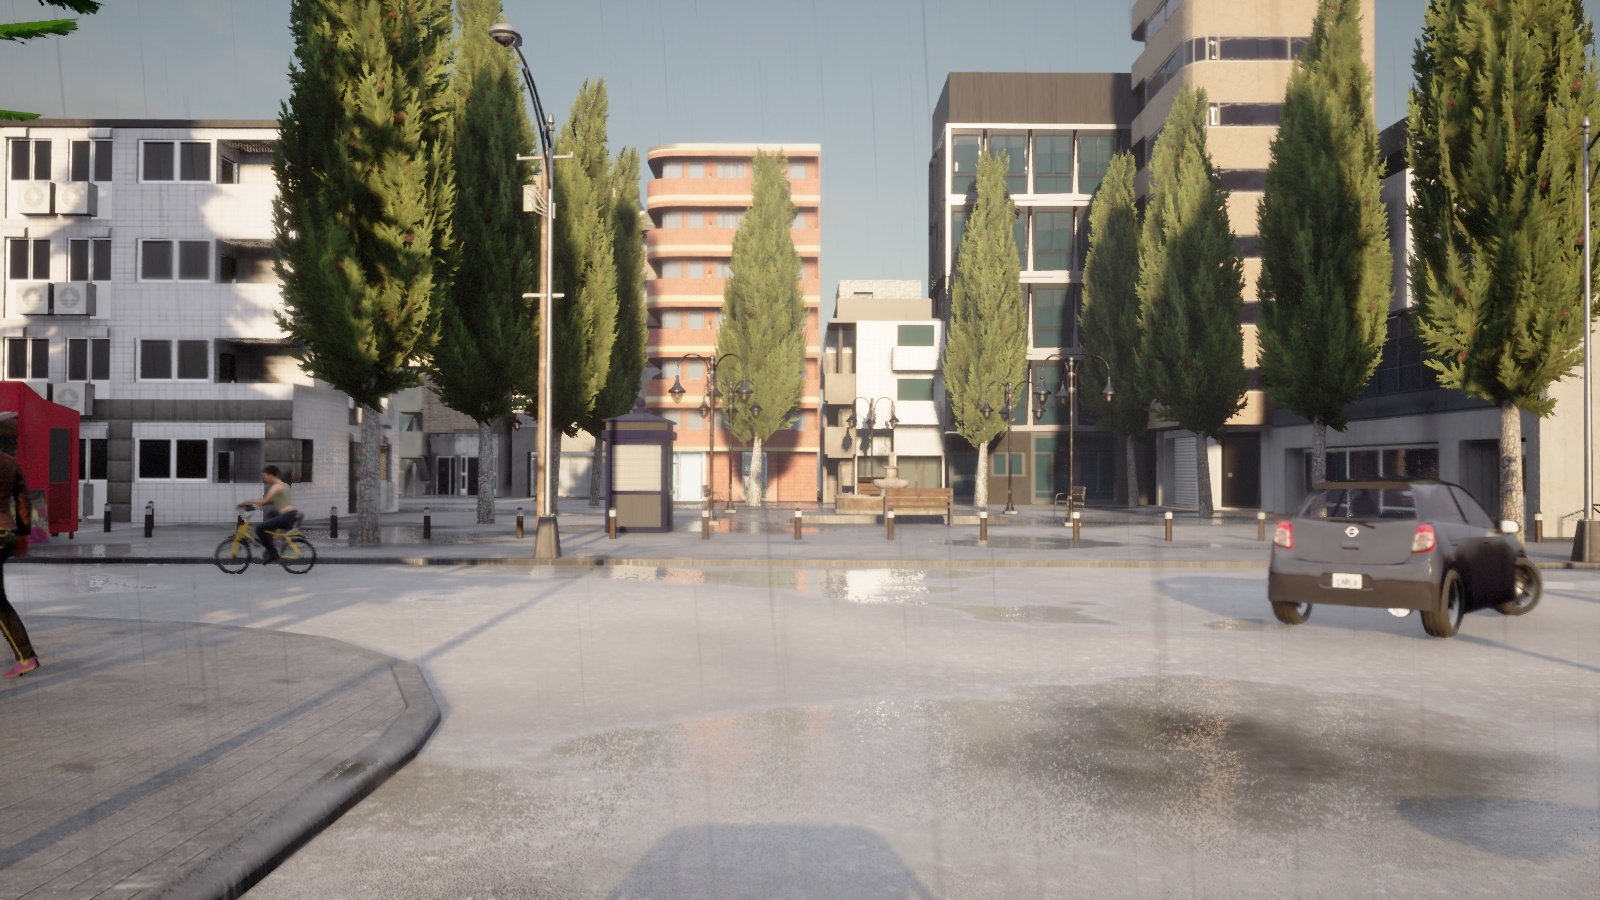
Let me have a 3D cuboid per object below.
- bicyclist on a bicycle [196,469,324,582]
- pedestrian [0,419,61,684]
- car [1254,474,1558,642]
[{"bbox_3d":[-7.923,1.092,18.472,1.509,1.612,0.866,0,-1,0],"label":"bicyclist on a bicycle"},{"bbox_3d":[-5.683,0.694,8.773,0.869,1.805,0.328,0,-1,8],"label":"pedestrian"},{"bbox_3d":[6.505,1.025,13.321,1.845,1.501,3.633,-2,-2,44],"label":"car"}]
